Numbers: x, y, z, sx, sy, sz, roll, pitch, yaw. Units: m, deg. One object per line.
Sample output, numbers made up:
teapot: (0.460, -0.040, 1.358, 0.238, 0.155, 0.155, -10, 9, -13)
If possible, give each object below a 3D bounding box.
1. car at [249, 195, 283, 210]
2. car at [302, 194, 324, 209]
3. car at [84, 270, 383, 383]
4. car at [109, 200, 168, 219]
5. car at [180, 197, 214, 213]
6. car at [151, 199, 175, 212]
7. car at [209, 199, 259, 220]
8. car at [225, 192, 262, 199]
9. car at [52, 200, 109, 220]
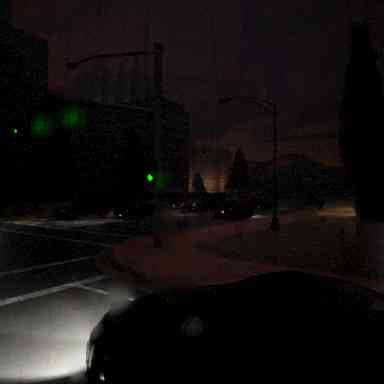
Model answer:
car: (9.477, 1.505, 42.169, 1.837, 1.490, 4.892, 0, 0, 36)
car: (16.922, 1.491, 46.459, 2.128, 1.511, 4.902, 0, 0, 36)
car: (0.820, 1.564, 3.416, 4.181, 1.385, 1.994, 0, 0, 35)
car: (-4.599, 1.601, 29.096, 1.895, 1.301, 4.718, 0, 0, 36)
car: (0.723, 1.352, 36.422, 2.097, 1.767, 4.553, 0, 0, 36)
car: (-3.878, 1.505, 36.039, 1.837, 1.490, 4.892, 0, 0, 36)
car: (3.643, 1.564, 28.189, 1.994, 1.385, 4.181, 0, 0, 36)
car: (7.028, 1.221, 45.078, 2.150, 2.045, 5.566, 0, 0, 36)
car: (-9.402, 1.478, 28.456, 1.882, 1.535, 5.008, 0, 0, 36)
